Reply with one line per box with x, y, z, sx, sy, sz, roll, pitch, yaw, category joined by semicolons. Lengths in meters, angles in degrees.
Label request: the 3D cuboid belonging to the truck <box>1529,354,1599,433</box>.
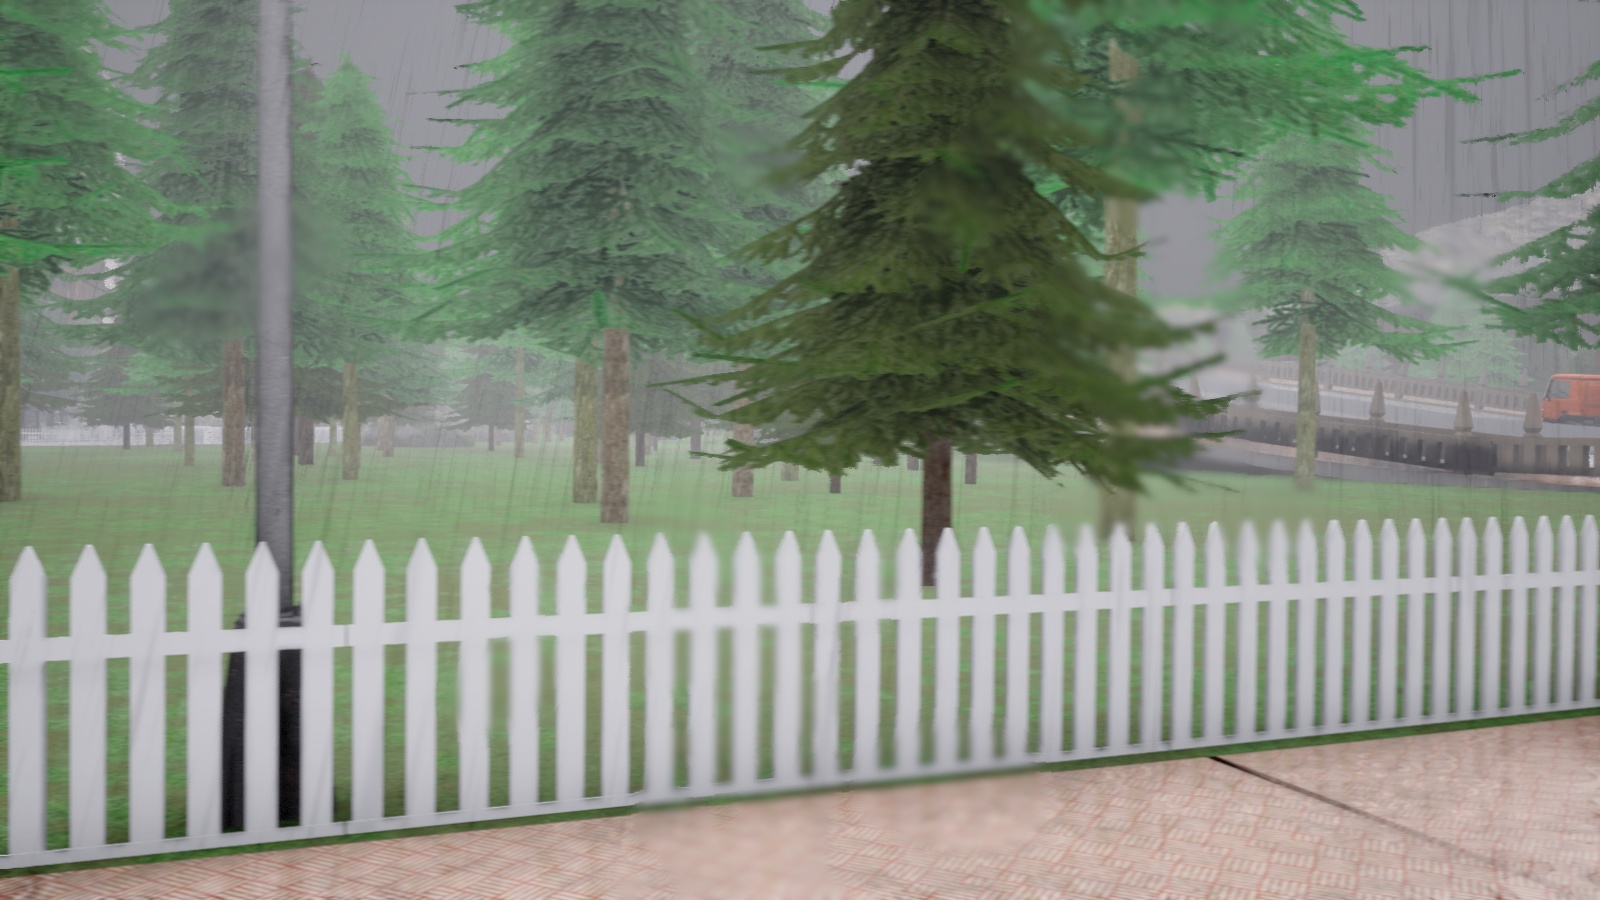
37.743;-2.469;56.763;2.891;3.462;7.936;-1;6;-22;truck
